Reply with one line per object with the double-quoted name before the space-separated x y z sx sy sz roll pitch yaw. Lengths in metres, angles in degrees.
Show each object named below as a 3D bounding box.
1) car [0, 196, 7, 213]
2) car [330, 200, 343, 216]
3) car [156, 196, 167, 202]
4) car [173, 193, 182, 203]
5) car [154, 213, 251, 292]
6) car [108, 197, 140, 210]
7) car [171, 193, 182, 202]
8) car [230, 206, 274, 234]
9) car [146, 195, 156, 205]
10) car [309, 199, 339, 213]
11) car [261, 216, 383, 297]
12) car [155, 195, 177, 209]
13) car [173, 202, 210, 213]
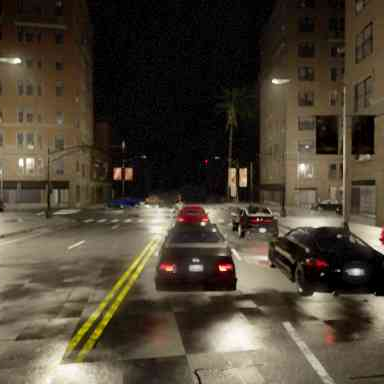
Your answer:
"car" -20.443 1.386 32.103 4.674 1.442 1.812 0 1 -8
"car" 16.135 1.751 32.006 4.313 1.339 1.947 0 0 0
"car" -6.677 1.508 72.201 1.994 1.385 4.181 0 0 0
"car" -3.456 1.444 63.292 1.882 1.535 5.008 0 0 0
"car" 0.070 1.542 9.053 2.033 1.411 5.357 0 0 0
"car" -8.324 1.373 41.096 1.882 1.535 5.008 0 -1 24
"car" -3.436 1.175 75.839 2.150 2.045 5.566 0 0 0
"car" 3.208 1.495 17.530 1.837 1.490 4.892 0 0 0
"car" -6.719 1.323 57.495 2.097 1.767 4.553 0 0 0
"car" 15.929 1.587 37.946 4.902 1.511 2.128 0 1 2
"car" 3.288 1.559 8.617 1.994 1.385 4.181 0 0 1
"car" -3.443 1.464 44.480 1.837 1.490 4.892 1 -1 0
"car" 0.056 1.516 18.580 1.812 1.442 4.674 0 0 0
